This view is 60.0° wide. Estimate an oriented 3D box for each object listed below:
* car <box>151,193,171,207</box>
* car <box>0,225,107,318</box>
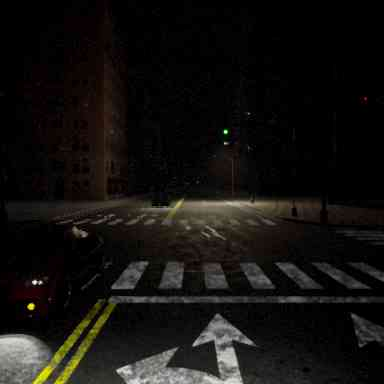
[{"bbox_3d":[-3.249,0.895,35.827,1.837,1.490,4.892,0,3,0],"label":"car"},{"bbox_3d":[-3.244,1.439,7.205,1.994,1.385,4.181,0,1,0],"label":"car"}]
